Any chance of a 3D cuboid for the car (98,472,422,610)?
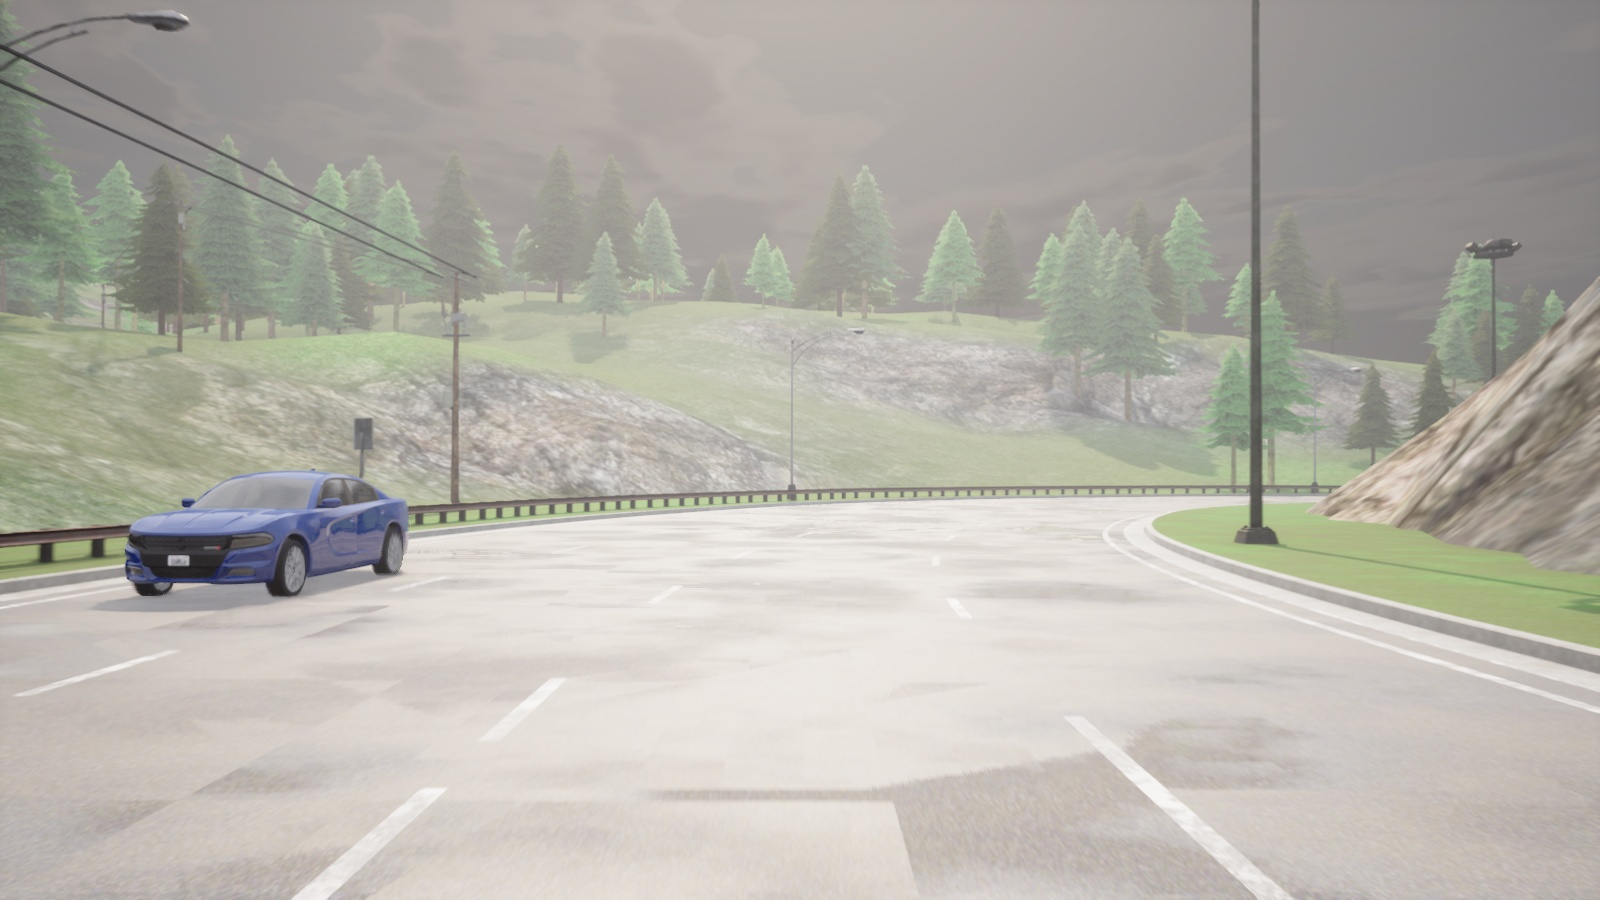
[{"bbox_3d":[-6.835,1.070,16.630,1.882,1.535,5.008,0,-1,4],"label":"car"}]
